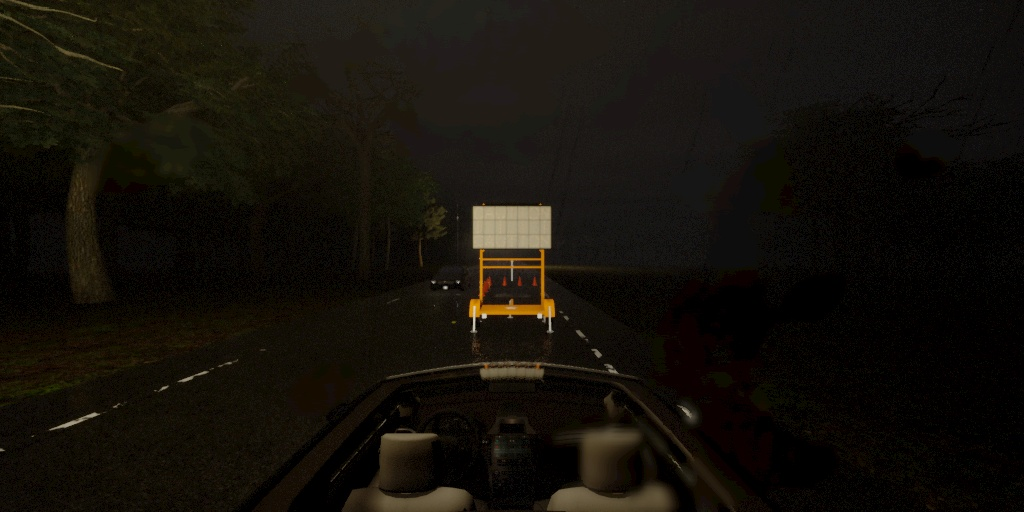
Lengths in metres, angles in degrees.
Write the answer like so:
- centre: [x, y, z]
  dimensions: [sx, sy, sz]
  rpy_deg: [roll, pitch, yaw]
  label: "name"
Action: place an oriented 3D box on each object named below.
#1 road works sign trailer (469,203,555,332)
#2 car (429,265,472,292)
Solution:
- centre: [0.002, 0.210, 10.797]
  dimensions: [2.380, 3.560, 2.880]
  rpy_deg: [0, 0, 0]
  label: "road works sign trailer"
- centre: [-3.495, 1.267, 21.483]
  dimensions: [2.033, 1.411, 5.357]
  rpy_deg: [0, 0, 0]
  label: "car"
